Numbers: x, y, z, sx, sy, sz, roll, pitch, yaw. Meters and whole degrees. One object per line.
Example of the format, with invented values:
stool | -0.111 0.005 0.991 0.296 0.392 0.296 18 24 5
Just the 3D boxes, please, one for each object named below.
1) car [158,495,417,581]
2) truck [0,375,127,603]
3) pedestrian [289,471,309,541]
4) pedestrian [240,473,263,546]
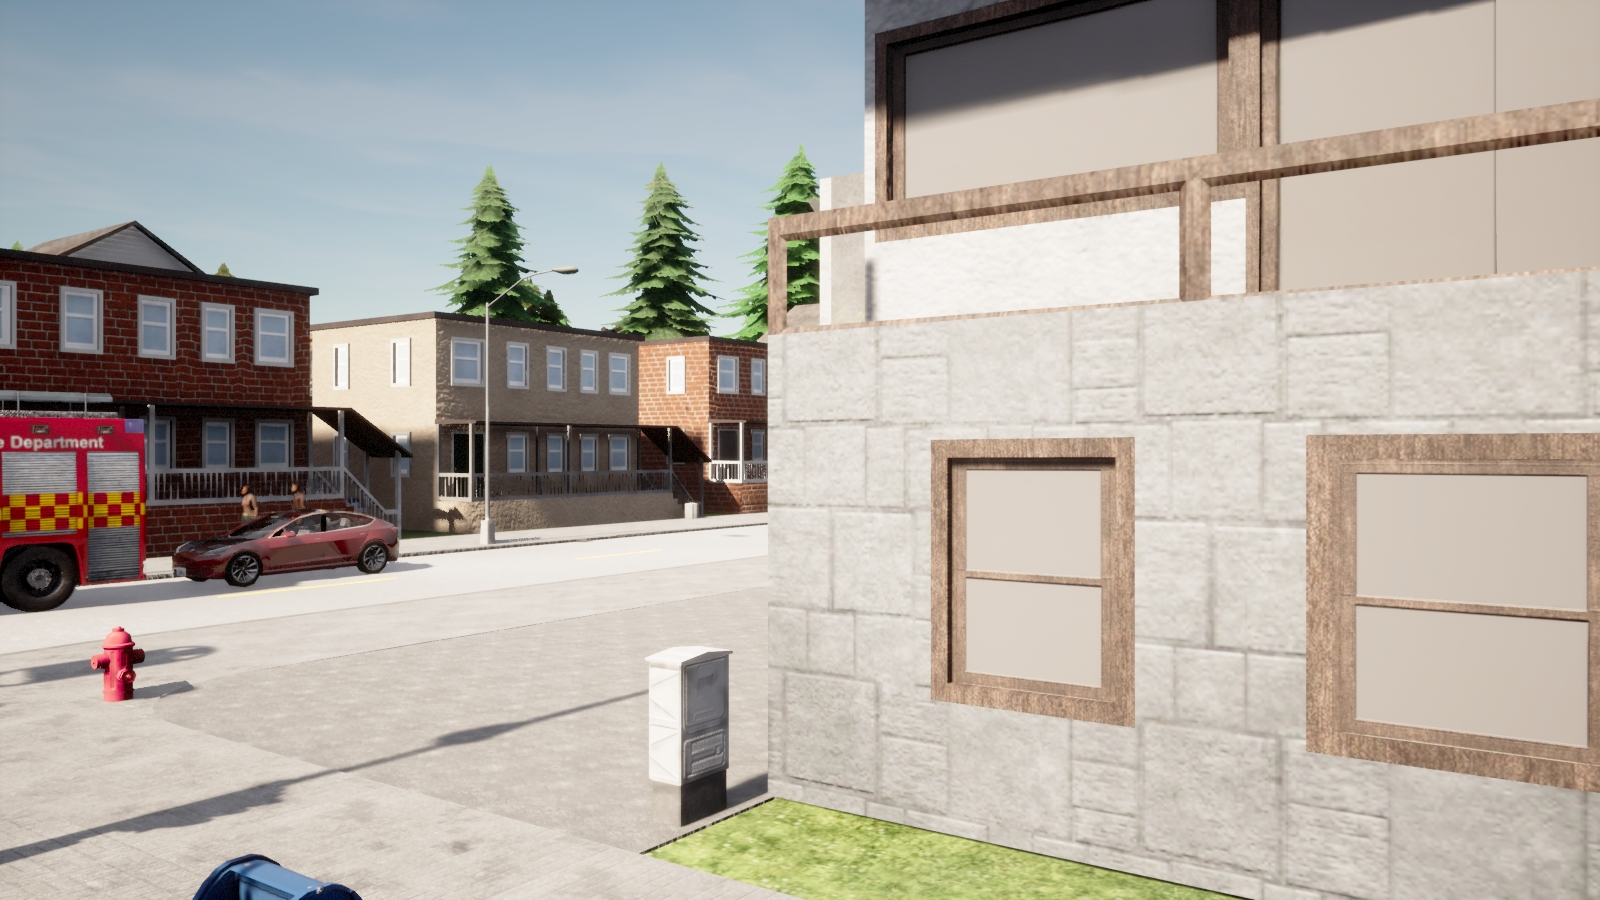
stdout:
car | -11.152 1.843 25.200 2.163 1.488 4.792 0 0 35
truck | -16.009 0.669 18.352 2.891 3.827 8.468 0 0 40
pedestrian | -13.545 1.516 30.883 0.375 1.860 0.375 0 0 37
pedestrian | -14.087 1.516 29.359 0.375 1.860 0.375 0 0 29
